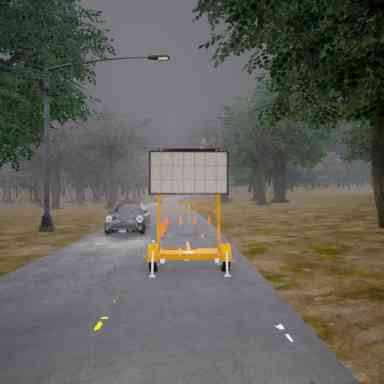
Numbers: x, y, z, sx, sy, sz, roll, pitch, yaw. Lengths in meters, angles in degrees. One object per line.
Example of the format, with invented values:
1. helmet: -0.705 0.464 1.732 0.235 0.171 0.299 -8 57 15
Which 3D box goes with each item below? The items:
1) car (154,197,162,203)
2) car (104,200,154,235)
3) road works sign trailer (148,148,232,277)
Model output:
1. car: -7.670 1.880 74.511 1.895 1.301 4.718 0 0 -5
2. car: -3.534 1.373 18.865 2.097 1.767 4.553 0 0 -2
3. road works sign trailer: -0.099 0.474 10.234 2.380 3.560 2.880 0 0 -2
